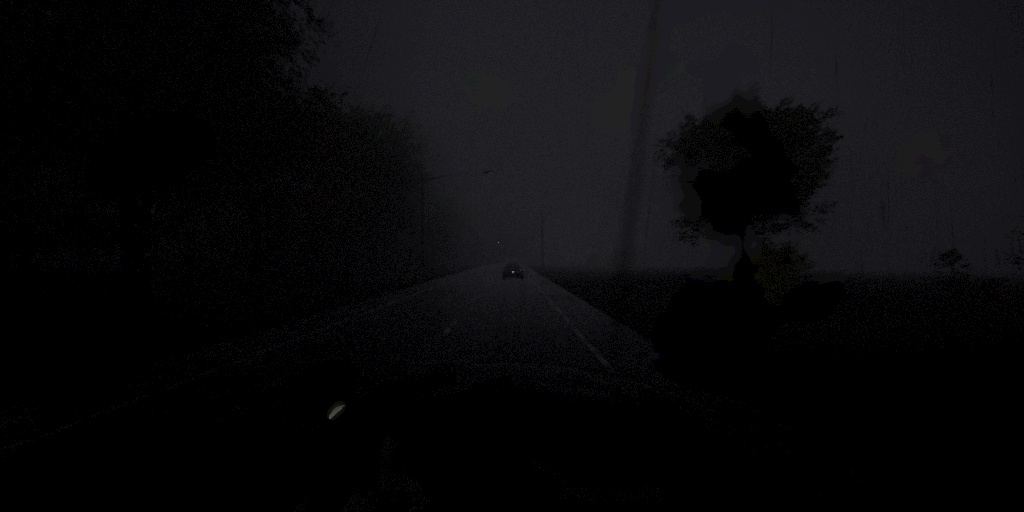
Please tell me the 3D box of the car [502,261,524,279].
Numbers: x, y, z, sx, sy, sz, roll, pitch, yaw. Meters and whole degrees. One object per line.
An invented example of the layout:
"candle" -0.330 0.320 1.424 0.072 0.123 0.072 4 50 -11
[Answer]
"car" 0.098 1.412 34.312 1.994 1.385 4.181 0 0 0
